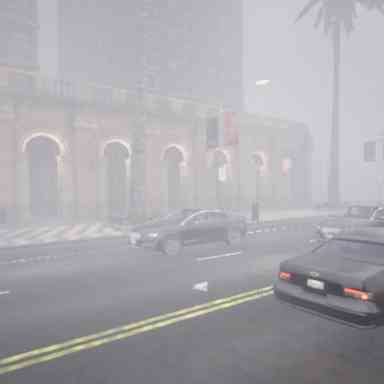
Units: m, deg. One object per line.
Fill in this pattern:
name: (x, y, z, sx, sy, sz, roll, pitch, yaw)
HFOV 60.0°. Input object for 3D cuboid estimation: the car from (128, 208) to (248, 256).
car: (-0.009, 1.375, 12.690, 4.902, 1.511, 2.128, -1, 1, -36)

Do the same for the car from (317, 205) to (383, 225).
car: (6.923, 1.288, 13.425, 4.902, 1.511, 2.128, -1, 1, -36)

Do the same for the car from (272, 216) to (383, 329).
car: (3.938, 1.442, 6.648, 5.357, 1.411, 2.033, -1, 1, -36)
